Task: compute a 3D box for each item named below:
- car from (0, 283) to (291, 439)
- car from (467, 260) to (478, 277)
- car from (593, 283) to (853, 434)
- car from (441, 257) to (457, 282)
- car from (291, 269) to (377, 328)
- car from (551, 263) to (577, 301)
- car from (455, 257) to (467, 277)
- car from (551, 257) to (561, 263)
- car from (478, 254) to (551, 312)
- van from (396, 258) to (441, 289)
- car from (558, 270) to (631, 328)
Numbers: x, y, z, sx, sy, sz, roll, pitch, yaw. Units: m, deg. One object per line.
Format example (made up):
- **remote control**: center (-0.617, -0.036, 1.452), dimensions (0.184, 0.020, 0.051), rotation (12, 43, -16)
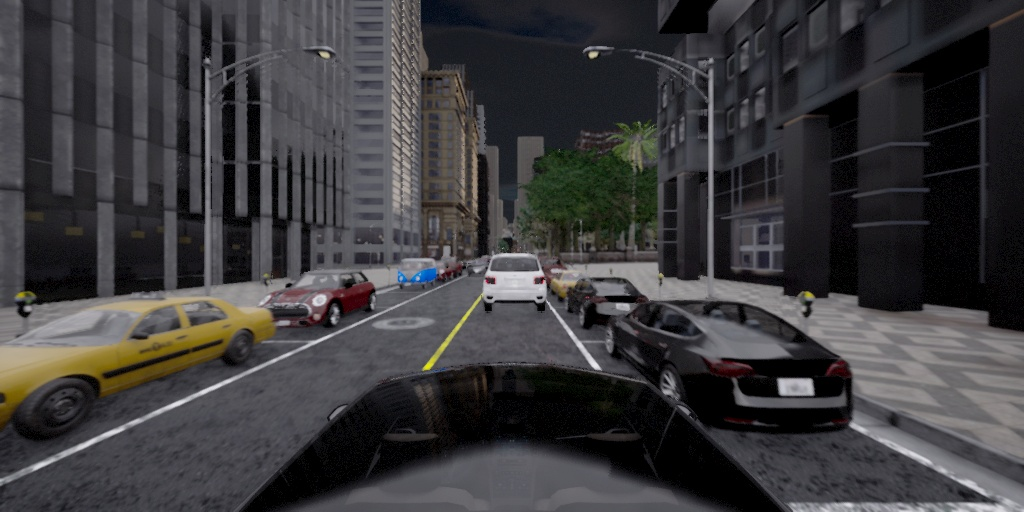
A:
- **car**: center (-5.762, 1.265, 5.411), dimensions (1.751, 1.417, 4.829), rotation (0, 0, 0)
- **car**: center (-3.094, 1.149, 34.218), dimensions (2.128, 1.511, 4.902), rotation (0, 0, 0)
- **car**: center (2.763, 1.304, 5.570), dimensions (1.948, 1.339, 4.313), rotation (0, 0, 0)
- **car**: center (-5.760, 1.116, 27.531), dimensions (1.967, 1.591, 4.097), rotation (0, 0, 0)
- **car**: center (-5.762, 1.163, 11.068), dimensions (1.967, 1.591, 4.097), rotation (0, 0, 0)
- **car**: center (2.764, 1.233, 16.713), dimensions (1.751, 1.417, 4.829), rotation (0, 0, 0)
- **car**: center (-5.760, 0.976, 33.019), dimensions (2.192, 1.841, 5.009), rotation (0, 0, 0)
- **car**: center (2.765, 0.991, 27.516), dimensions (2.192, 1.841, 5.009), rotation (0, 0, 0)
- **car**: center (0.096, 0.936, 14.110), dimensions (2.150, 2.045, 5.566), rotation (0, 0, 0)
- **van**: center (-5.761, 1.033, 22.044), dimensions (1.690, 1.789, 3.998), rotation (0, 0, 0)
- **car**: center (2.763, 1.289, 11.056), dimensions (1.948, 1.339, 4.313), rotation (0, 0, 0)
